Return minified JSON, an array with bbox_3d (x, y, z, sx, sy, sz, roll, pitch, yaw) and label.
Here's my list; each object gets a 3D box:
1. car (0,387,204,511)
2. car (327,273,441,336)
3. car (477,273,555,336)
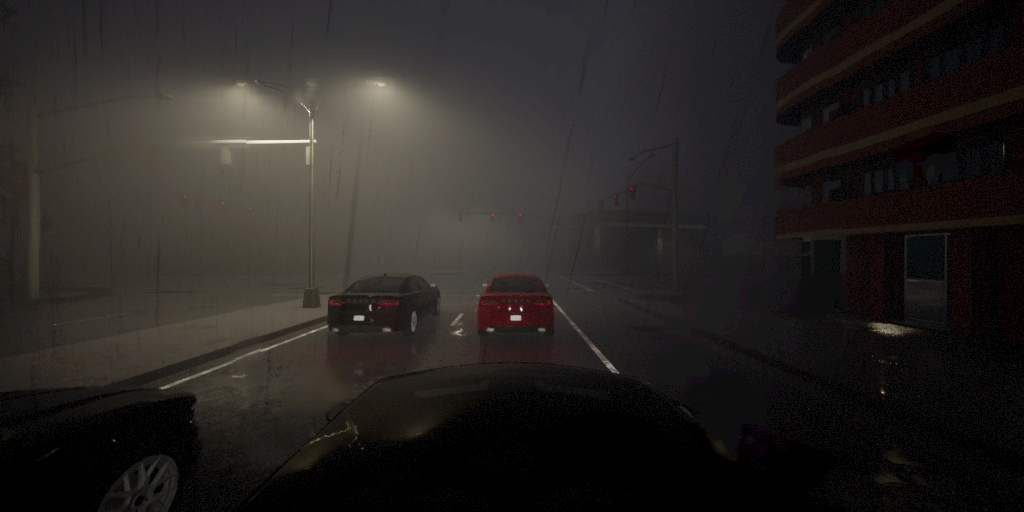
[{"bbox_3d":[-3.409,1.228,0.797,1.882,1.535,5.008,0,0,0],"label":"car"},{"bbox_3d":[-3.392,1.228,10.447,1.882,1.535,5.008,0,0,0],"label":"car"},{"bbox_3d":[0.113,1.228,10.460,1.882,1.535,5.008,0,0,1],"label":"car"}]
